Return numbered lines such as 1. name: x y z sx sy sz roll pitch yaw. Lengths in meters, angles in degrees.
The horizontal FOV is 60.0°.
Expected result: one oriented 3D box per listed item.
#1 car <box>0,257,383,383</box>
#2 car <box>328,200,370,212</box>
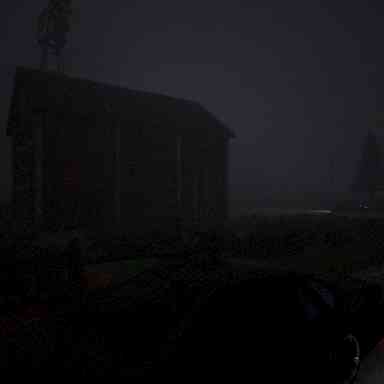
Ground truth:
1. car: 0.170 1.544 3.739 5.357 1.411 2.033 0 0 -35
2. car: 16.513 1.514 35.194 1.994 1.385 4.181 0 0 -30
